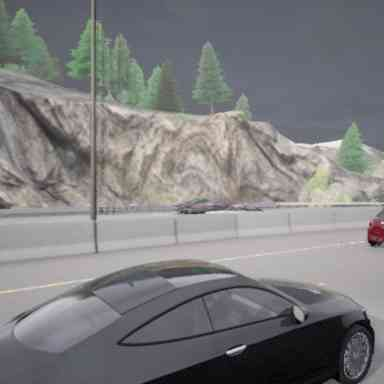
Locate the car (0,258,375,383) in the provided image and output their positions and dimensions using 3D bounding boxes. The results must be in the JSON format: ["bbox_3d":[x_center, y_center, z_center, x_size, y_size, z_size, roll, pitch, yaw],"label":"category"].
[{"bbox_3d":[0.114,1.512,3.693,4.674,1.442,1.812,0,0,-34],"label":"car"}]

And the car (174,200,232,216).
[{"bbox_3d":[1.349,1.512,25.272,4.718,1.301,1.895,0,0,-29],"label":"car"}]

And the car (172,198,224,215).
[{"bbox_3d":[0.610,1.390,32.823,4.892,1.490,1.837,0,0,-28],"label":"car"}]

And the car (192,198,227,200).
[{"bbox_3d":[2.307,1.373,29.772,5.008,1.535,1.882,0,0,-28],"label":"car"}]

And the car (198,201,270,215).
[{"bbox_3d":[3.085,1.523,22.246,4.718,1.301,1.895,0,0,-29],"label":"car"}]

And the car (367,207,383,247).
[{"bbox_3d":[9.219,1.305,13.391,4.553,1.767,2.097,0,0,-30],"label":"car"}]
